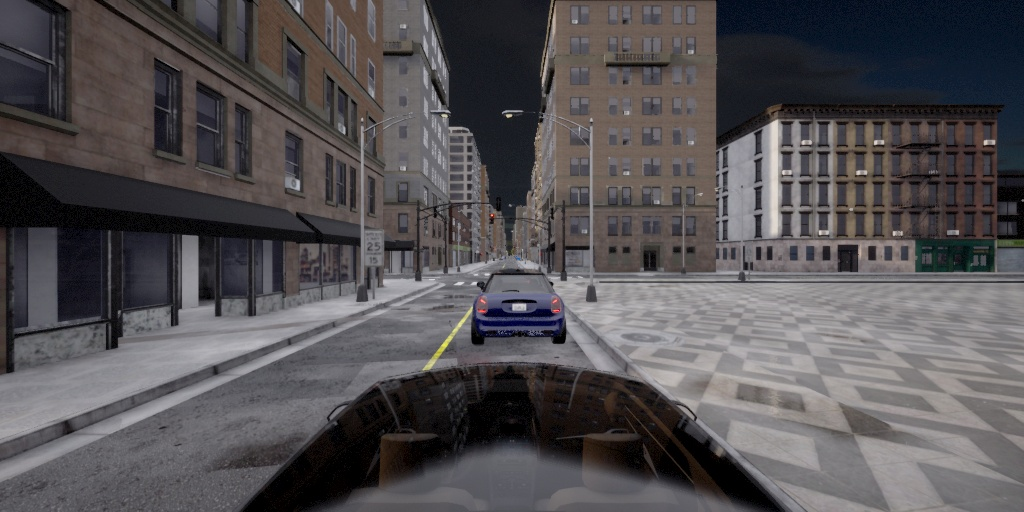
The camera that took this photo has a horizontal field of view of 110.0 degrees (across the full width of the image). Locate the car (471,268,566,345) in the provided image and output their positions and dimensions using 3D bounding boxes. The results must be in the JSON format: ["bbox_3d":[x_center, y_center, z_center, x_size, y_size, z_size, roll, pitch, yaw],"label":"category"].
[{"bbox_3d":[0.100,1.102,9.706,2.097,1.767,4.553,0,0,-1],"label":"car"}]
